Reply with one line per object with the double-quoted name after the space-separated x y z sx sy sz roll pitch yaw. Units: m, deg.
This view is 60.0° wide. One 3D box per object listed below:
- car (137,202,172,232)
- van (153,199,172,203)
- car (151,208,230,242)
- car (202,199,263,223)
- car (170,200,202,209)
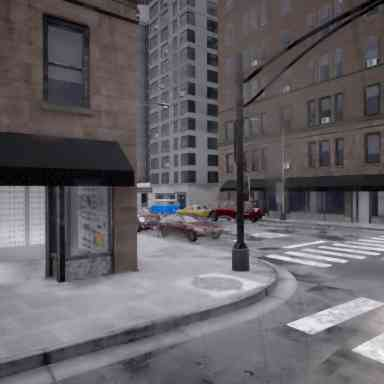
-3.446 1.706 22.107 1.967 1.590 4.097 -1 0 -36 "car"
-2.962 1.689 36.022 1.690 1.788 3.998 -1 0 -36 "van"
-0.227 1.778 17.639 1.802 1.307 4.206 -1 0 -36 "car"
3.468 1.522 27.088 2.192 1.841 5.009 -1 0 -36 "car"
0.158 1.805 31.694 1.752 1.417 4.829 -1 0 -36 "car"
